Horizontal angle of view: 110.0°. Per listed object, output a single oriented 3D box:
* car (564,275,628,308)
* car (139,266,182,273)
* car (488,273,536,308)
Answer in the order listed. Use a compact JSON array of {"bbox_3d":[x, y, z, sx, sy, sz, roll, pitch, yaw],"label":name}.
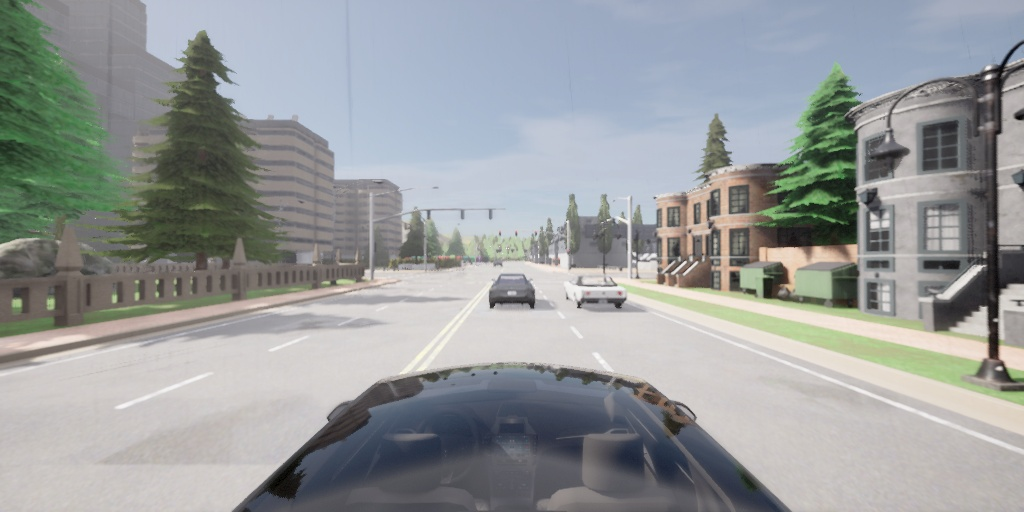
[{"bbox_3d":[3.502,1.489,15.961,1.895,1.301,4.718,0,-1,0],"label":"car"},{"bbox_3d":[-44.876,1.668,45.396,4.902,1.511,2.128,0,-1,0],"label":"car"},{"bbox_3d":[0.007,1.455,16.183,1.994,1.385,4.181,0,0,0],"label":"car"}]
